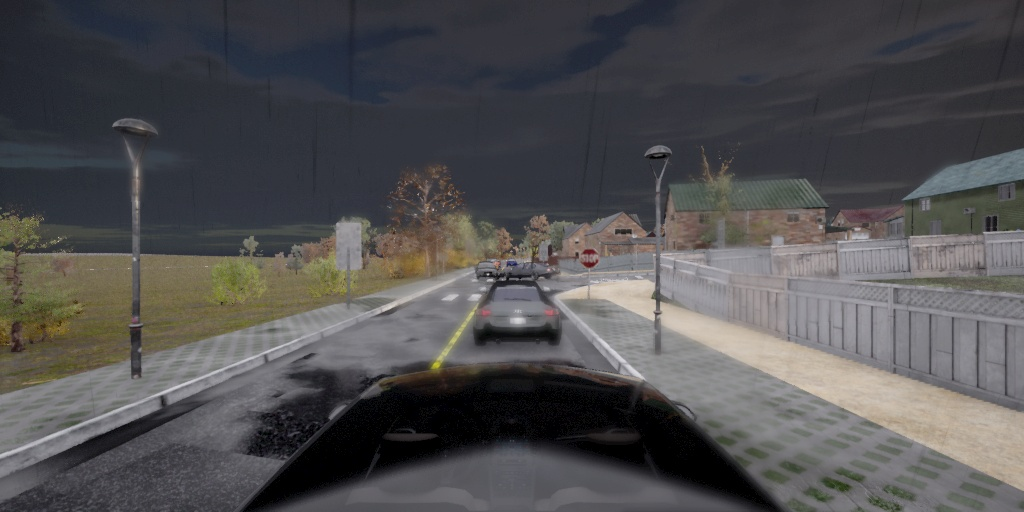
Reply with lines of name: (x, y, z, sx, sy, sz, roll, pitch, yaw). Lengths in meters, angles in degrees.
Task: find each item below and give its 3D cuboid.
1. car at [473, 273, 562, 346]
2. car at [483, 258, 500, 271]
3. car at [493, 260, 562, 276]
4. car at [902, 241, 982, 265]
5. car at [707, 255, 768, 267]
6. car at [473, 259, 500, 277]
car: (0.096, 1.313, 9.439, 1.994, 1.385, 4.181, 0, 0, -1)
car: (-2.885, 1.121, 51.181, 2.097, 1.767, 4.553, 0, 0, 1)
car: (1.316, 1.198, 28.455, 5.357, 1.411, 2.033, -4, -3, 43)
car: (23.874, -0.208, 20.426, 4.902, 1.511, 2.128, -3, 0, 14)
car: (14.371, 0.413, 22.841, 4.181, 1.385, 1.994, -3, 0, 16)
car: (-2.273, 1.258, 31.363, 1.837, 1.490, 4.892, 0, 0, -8)
